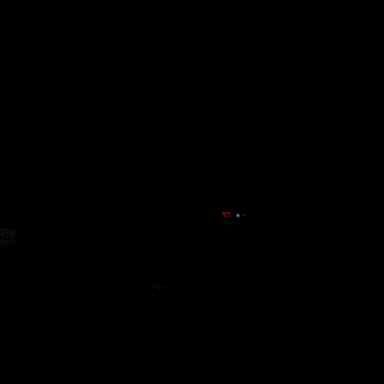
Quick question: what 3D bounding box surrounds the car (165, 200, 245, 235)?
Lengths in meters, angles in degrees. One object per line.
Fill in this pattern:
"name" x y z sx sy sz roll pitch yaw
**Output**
"car" 0.718 1.514 21.111 5.566 2.045 2.150 -2 -2 43
